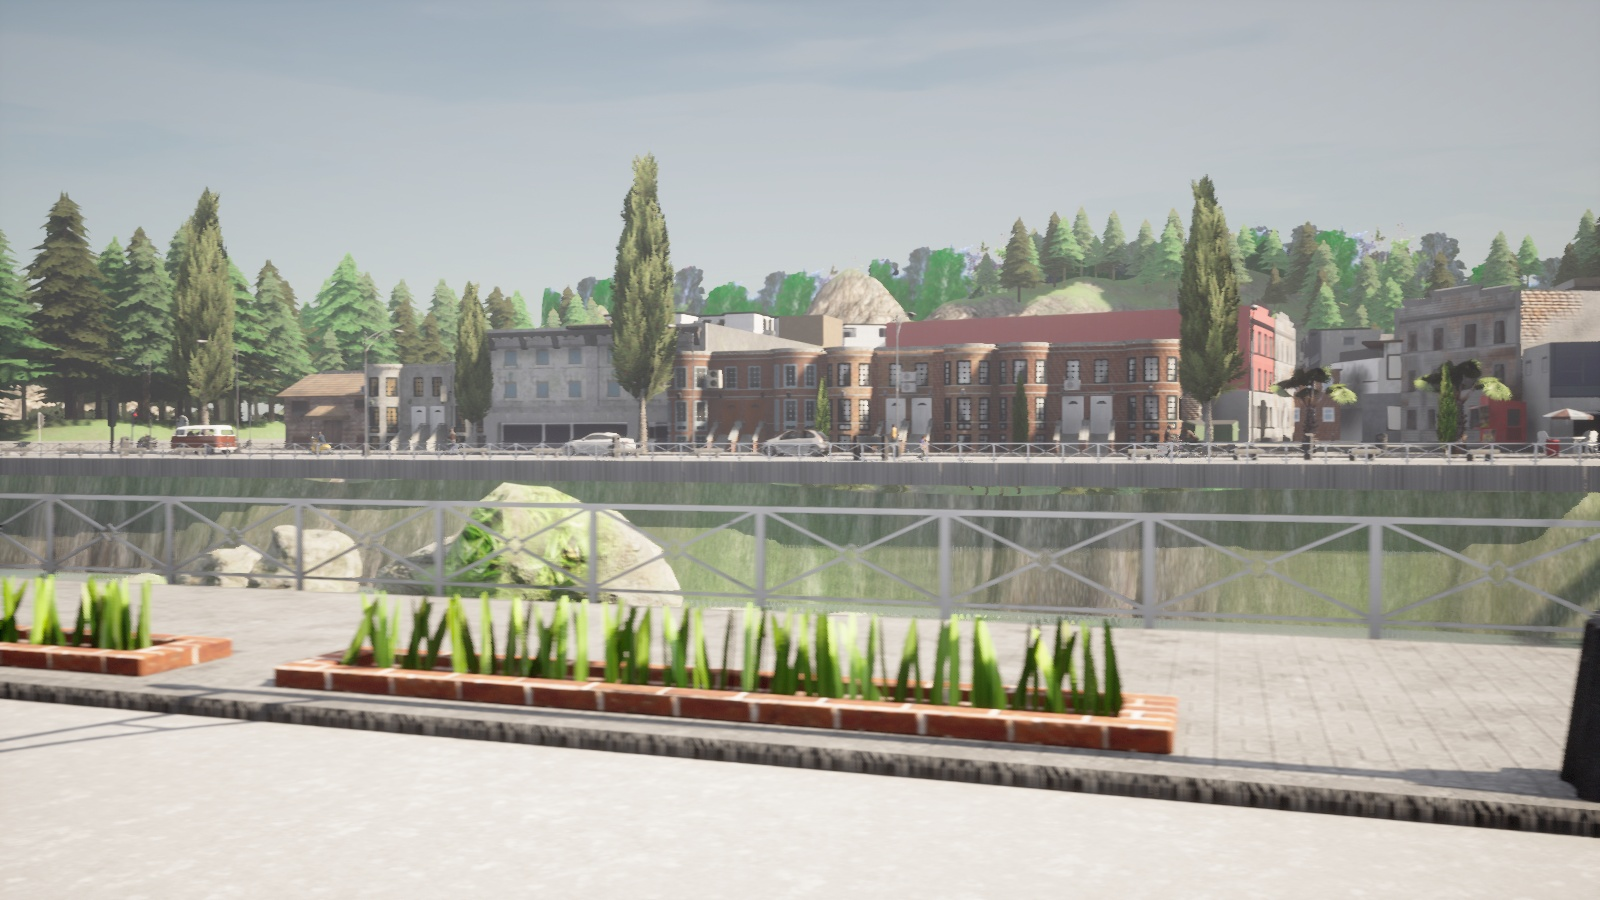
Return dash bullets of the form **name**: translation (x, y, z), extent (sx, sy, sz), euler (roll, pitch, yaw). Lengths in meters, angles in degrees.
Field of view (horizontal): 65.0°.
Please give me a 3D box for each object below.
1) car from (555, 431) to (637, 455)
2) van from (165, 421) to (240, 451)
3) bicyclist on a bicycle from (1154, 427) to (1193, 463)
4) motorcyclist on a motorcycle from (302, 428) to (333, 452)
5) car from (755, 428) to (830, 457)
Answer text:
- **car**: translation (-12.525, -0.431, 77.206), extent (4.674, 1.442, 1.812), euler (1, 1, 19)
- **van**: translation (-41.320, -0.997, 86.881), extent (4.480, 2.038, 2.069), euler (1, 1, 19)
- **bicyclist on a bicycle**: translation (18.612, -0.234, 62.520), extent (1.843, 1.776, 0.659), euler (0, 1, 19)
- **motorcyclist on a motorcycle**: translation (-32.192, -0.683, 83.816), extent (1.817, 1.590, 0.866), euler (1, 1, 19)
- **car**: translation (-0.423, -0.448, 73.137), extent (3.988, 1.617, 1.851), euler (1, 1, 19)
